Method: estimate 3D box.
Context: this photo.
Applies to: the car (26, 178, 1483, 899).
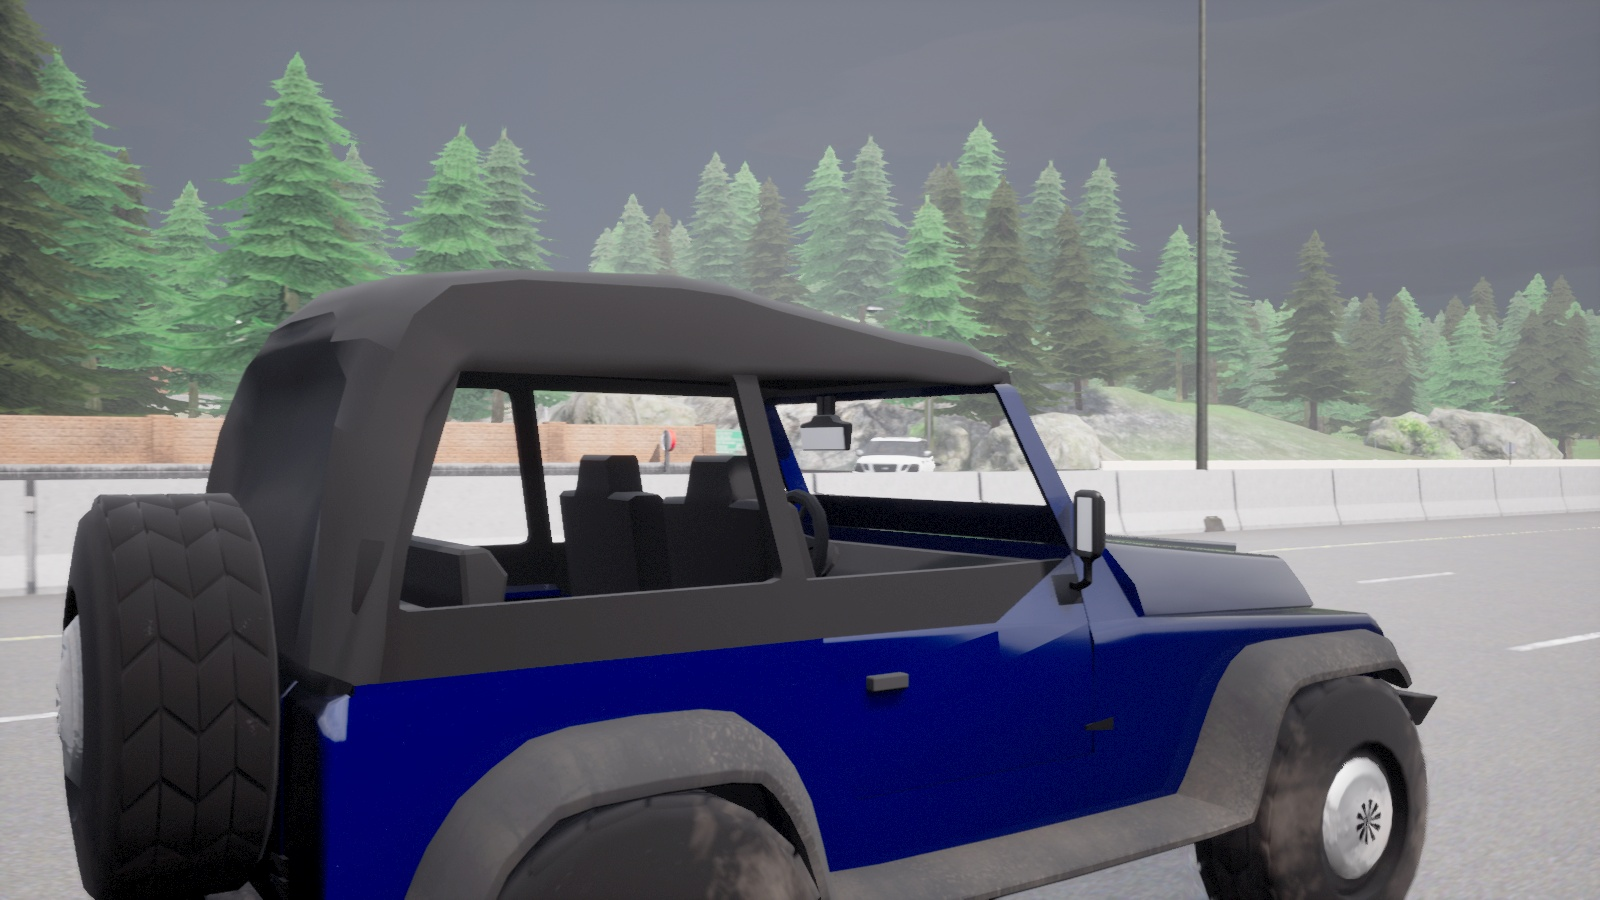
[{"bbox_3d":[0.052,0.550,3.696,3.866,1.878,1.905,0,0,-35],"label":"car"}]
